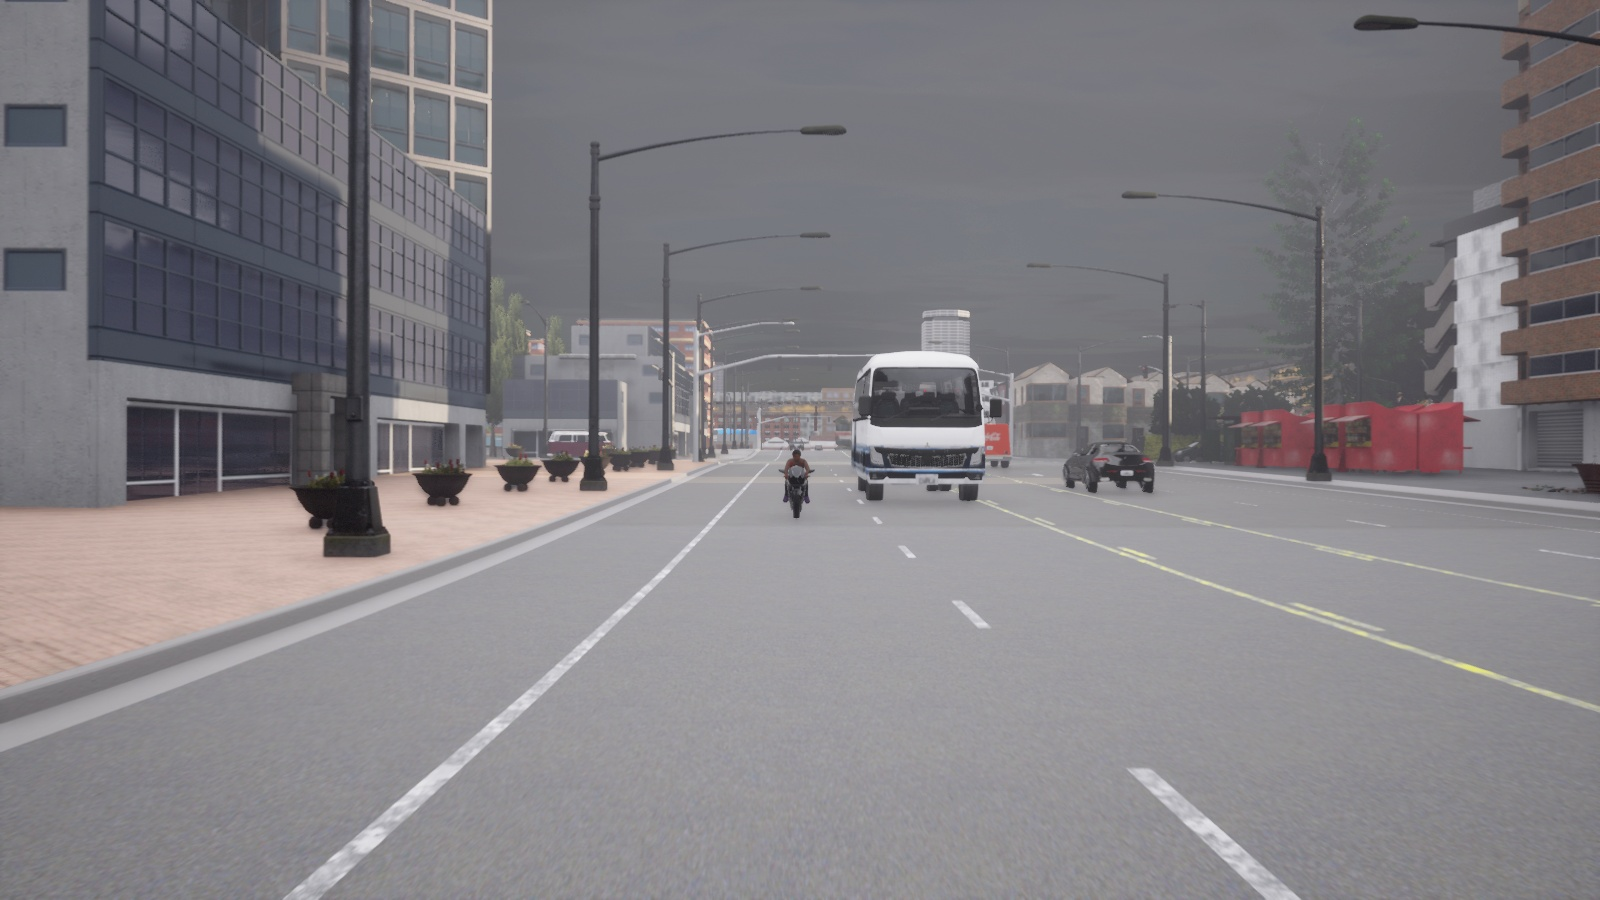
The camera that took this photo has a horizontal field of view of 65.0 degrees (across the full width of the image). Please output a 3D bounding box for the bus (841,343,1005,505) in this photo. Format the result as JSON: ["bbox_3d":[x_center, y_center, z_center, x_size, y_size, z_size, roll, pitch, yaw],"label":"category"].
[{"bbox_3d":[3.401,-0.759,38.159,3.944,4.253,10.273,0,1,0],"label":"bus"}]

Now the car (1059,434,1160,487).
[{"bbox_3d":[10.395,0.307,42.576,2.152,1.651,5.027,0,1,0],"label":"car"}]

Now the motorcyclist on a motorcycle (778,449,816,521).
[{"bbox_3d":[-0.069,0.754,28.119,0.797,1.523,2.044,0,1,0],"label":"motorcyclist on a motorcycle"}]

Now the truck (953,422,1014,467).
[{"bbox_3d":[10.325,-0.329,71.128,2.627,2.467,5.204,0,1,0],"label":"truck"}]

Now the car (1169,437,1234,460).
[{"bbox_3d":[28.082,-0.116,87.910,3.988,1.617,1.851,0,0,0],"label":"car"}]

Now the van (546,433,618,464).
[{"bbox_3d":[-14.666,-0.123,84.643,4.480,2.038,2.069,0,0,0],"label":"van"}]
